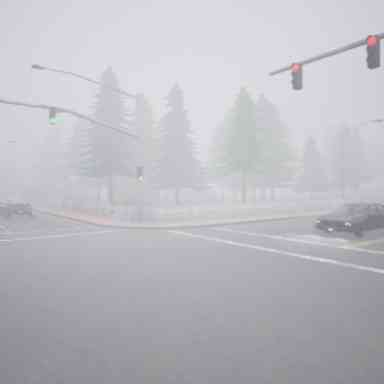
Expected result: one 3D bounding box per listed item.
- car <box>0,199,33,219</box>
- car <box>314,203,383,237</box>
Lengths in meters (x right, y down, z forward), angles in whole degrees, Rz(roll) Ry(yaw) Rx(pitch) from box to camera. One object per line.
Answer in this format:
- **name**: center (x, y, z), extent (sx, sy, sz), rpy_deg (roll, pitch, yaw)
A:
- **car**: center (-14.016, 1.267, 26.487), extent (1.812, 1.442, 4.674), rpy_deg (-1, 1, -37)
- **car**: center (8.311, 1.238, 16.330), extent (5.357, 1.411, 2.033), rpy_deg (-1, 1, -35)
